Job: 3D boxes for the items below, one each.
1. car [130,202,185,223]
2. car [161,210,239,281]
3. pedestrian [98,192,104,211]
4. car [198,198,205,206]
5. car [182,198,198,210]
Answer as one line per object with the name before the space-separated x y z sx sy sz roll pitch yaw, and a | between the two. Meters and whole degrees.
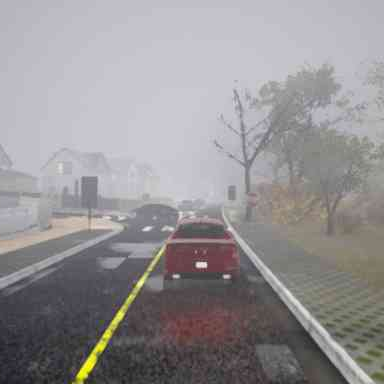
car | -3.110 1.611 26.829 1.837 1.490 4.892 7 -3 -43
car | 0.265 1.519 10.029 1.882 1.535 5.008 0 0 1
pedestrian | -8.784 0.927 31.938 0.375 1.860 0.375 0 -3 2
car | 1.432 1.940 63.138 1.882 1.535 5.008 0 -1 8
car | -0.677 1.785 44.604 1.812 1.442 4.674 0 0 6
